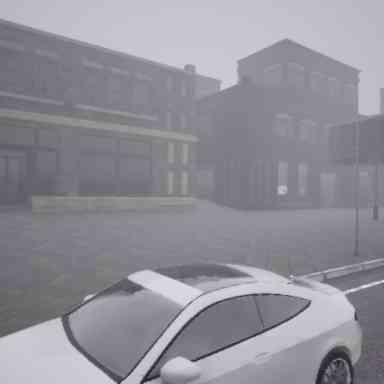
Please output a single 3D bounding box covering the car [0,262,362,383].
[{"bbox_3d":[-0.147,1.529,3.271,4.674,1.442,1.812,0,0,-35],"label":"car"}]
